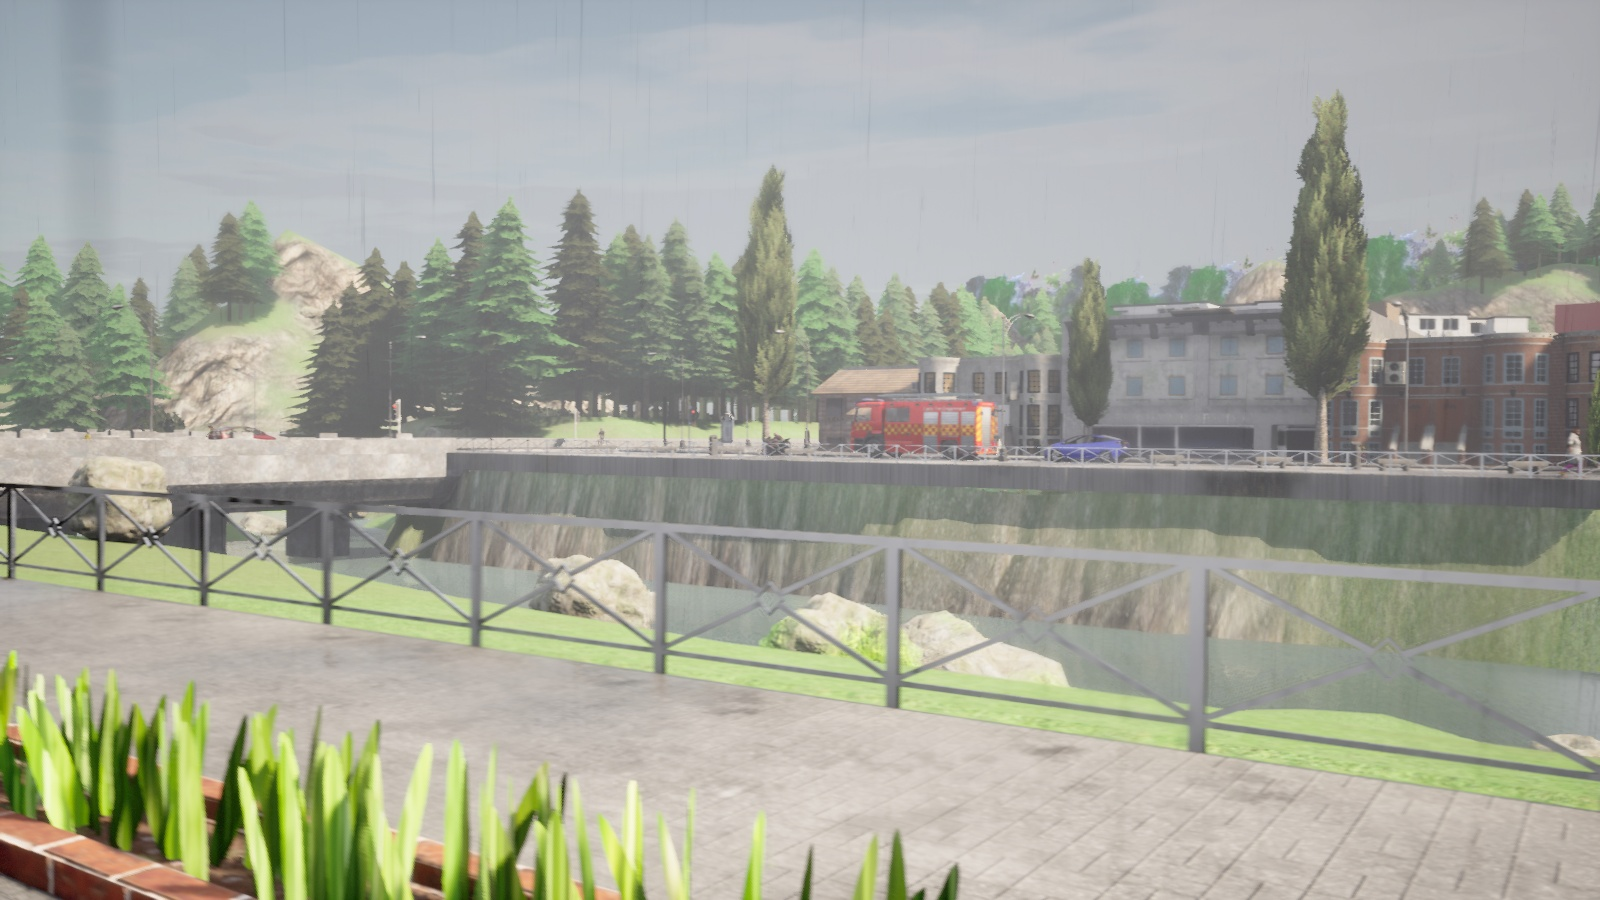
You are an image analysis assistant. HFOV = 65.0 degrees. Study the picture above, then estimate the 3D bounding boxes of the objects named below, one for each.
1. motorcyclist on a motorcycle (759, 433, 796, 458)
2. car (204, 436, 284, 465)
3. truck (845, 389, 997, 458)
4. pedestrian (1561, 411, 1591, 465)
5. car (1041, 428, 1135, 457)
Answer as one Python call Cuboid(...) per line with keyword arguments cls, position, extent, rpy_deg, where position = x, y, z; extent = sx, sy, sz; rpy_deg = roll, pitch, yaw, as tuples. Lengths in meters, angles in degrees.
Cuboid(cls="motorcyclist on a motorcycle", position=(-1.427, -0.301, 79.179), extent=(2.191, 1.530, 0.866), rpy_deg=(0, 1, 34))
Cuboid(cls="car", position=(-31.444, 0.025, 71.091), extent=(1.789, 1.549, 3.705), rpy_deg=(0, 1, 34))
Cuboid(cls="truck", position=(7.010, -1.501, 73.553), extent=(8.468, 3.827, 2.891), rpy_deg=(0, 1, 34))
Cuboid(cls="pedestrian", position=(28.195, -0.437, 45.636), extent=(0.873, 1.952, 0.659), rpy_deg=(0, 1, 38))
Cuboid(cls="car", position=(15.552, -0.390, 67.904), extent=(4.514, 1.525, 2.007), rpy_deg=(0, 1, 34))
